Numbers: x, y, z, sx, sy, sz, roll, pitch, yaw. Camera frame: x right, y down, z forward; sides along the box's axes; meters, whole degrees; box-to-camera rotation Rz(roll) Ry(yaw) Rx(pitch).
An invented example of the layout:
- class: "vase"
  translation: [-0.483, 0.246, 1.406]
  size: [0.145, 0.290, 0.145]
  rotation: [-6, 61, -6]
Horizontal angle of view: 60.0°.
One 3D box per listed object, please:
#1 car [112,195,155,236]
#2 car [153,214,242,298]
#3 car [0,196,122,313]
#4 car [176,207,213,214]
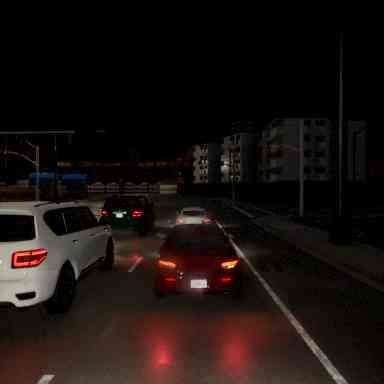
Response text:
- class: "car"
  translation: [-3.359, 1.179, 18.131]
  size: [2.150, 2.045, 5.566]
  rotation: [0, 0, 0]
- class: "car"
  translation: [0.117, 1.521, 8.416]
  size: [1.812, 1.442, 4.674]
  rotation: [0, 0, 0]
- class: "car"
  translation: [-3.386, 1.218, 7.772]
  size: [2.150, 2.045, 5.566]
  rotation: [0, 0, 0]
- class: "car"
  translation: [0.108, 1.490, 17.503]
  size: [1.812, 1.442, 4.674]
  rotation: [0, 0, 1]
